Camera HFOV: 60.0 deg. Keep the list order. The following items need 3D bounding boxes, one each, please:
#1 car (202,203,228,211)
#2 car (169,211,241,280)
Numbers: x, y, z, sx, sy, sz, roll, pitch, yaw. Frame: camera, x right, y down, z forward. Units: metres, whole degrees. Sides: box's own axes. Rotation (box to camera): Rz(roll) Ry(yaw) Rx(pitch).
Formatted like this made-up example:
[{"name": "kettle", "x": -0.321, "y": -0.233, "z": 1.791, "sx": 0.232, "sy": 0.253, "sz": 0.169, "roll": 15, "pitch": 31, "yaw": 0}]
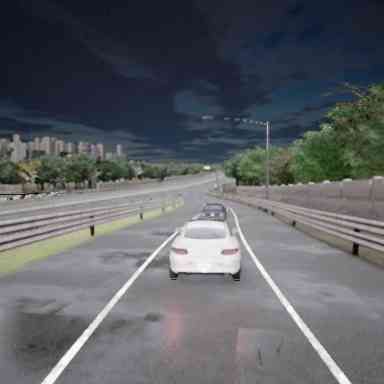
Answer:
[{"name": "car", "x": 1.624, "y": 1.542, "z": 24.355, "sx": 2.033, "sy": 1.411, "sz": 5.357, "roll": 0, "pitch": 0, "yaw": 6}, {"name": "car", "x": 0.423, "y": 1.522, "z": 9.874, "sx": 1.812, "sy": 1.442, "sz": 4.674, "roll": 0, "pitch": 0, "yaw": 4}]
